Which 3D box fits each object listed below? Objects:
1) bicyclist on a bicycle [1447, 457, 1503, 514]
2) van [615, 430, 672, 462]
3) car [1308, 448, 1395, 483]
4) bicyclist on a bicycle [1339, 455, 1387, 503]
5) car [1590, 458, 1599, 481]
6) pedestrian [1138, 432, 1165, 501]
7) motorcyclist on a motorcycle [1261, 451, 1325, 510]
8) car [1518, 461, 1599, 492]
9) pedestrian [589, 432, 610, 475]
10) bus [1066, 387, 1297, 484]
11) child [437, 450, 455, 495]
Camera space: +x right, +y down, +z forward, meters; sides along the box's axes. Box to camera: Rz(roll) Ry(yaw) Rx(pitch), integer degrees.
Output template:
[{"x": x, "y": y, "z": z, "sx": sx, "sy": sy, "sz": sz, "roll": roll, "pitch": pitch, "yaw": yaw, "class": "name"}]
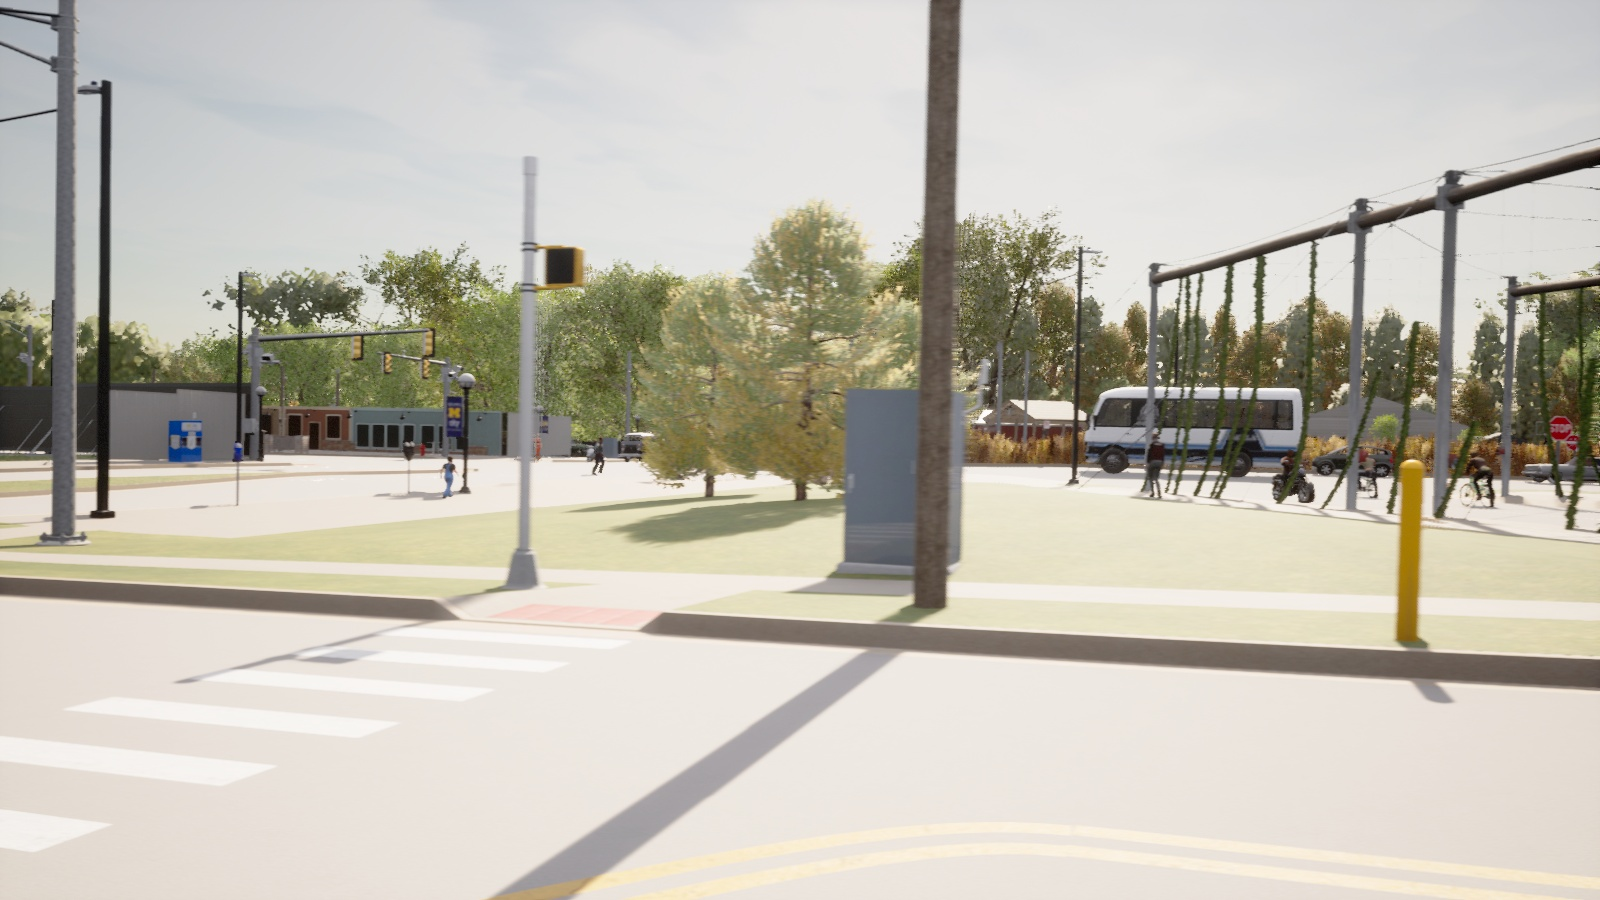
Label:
[{"x": 19.827, "y": 1.033, "z": 36.900, "sx": 0.582, "sy": 1.620, "sz": 1.656, "roll": 2, "pitch": 0, "yaw": -6, "class": "bicyclist on a bicycle"}, {"x": -10.576, "y": -0.240, "z": 85.176, "sx": 2.069, "sy": 2.038, "sz": 4.480, "roll": 0, "pitch": -1, "yaw": 18, "class": "van"}, {"x": 27.102, "y": 0.741, "z": 61.800, "sx": 3.705, "sy": 1.549, "sz": 1.789, "roll": 2, "pitch": 1, "yaw": 18, "class": "car"}, {"x": 19.355, "y": 0.983, "z": 43.209, "sx": 0.866, "sy": 1.612, "sz": 1.509, "roll": 2, "pitch": 0, "yaw": -4, "class": "bicyclist on a bicycle"}, {"x": 50.277, "y": 1.267, "z": 75.649, "sx": 1.994, "sy": 1.385, "sz": 4.181, "roll": 0, "pitch": 1, "yaw": -19, "class": "car"}, {"x": 9.589, "y": 0.439, "z": 34.258, "sx": 0.376, "sy": 1.854, "sz": 0.720, "roll": 2, "pitch": 1, "yaw": -7, "class": "pedestrian"}, {"x": 14.562, "y": 0.884, "z": 37.163, "sx": 0.766, "sy": 1.649, "sz": 2.350, "roll": 2, "pitch": 0, "yaw": -5, "class": "motorcyclist on a motorcycle"}, {"x": 36.033, "y": 1.225, "z": 57.880, "sx": 4.718, "sy": 1.301, "sz": 1.895, "roll": 2, "pitch": 1, "yaw": 8, "class": "car"}, {"x": -9.297, "y": 0.166, "z": 58.139, "sx": 0.788, "sy": 1.949, "sz": 0.423, "roll": 2, "pitch": 2, "yaw": 22, "class": "pedestrian"}, {"x": 18.411, "y": -0.776, "z": 60.893, "sx": 10.273, "sy": 4.253, "sz": 3.944, "roll": 2, "pitch": 2, "yaw": 19, "class": "bus"}, {"x": -10.020, "y": 0.631, "z": 35.553, "sx": 0.270, "sy": 1.263, "sz": 0.437, "roll": 2, "pitch": 2, "yaw": 19, "class": "child"}]
